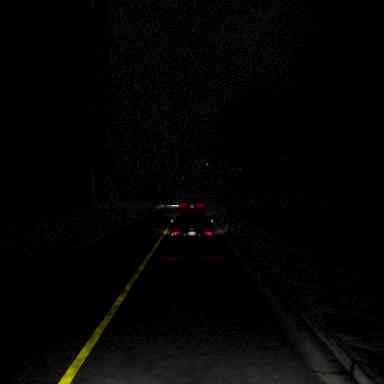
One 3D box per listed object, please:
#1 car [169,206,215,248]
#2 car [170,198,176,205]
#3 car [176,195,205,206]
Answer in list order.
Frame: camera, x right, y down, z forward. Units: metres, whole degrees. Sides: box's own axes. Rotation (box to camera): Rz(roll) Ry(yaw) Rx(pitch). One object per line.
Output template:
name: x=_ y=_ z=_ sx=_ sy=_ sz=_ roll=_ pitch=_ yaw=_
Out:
car: x=0.000 y=1.569 z=14.652 sx=2.033 sy=1.411 sz=5.357 roll=0 pitch=0 yaw=0
car: x=-3.000 y=1.769 z=61.657 sx=1.994 sy=1.385 sz=4.181 roll=0 pitch=0 yaw=0
car: x=0.000 y=1.290 z=29.686 sx=2.150 sy=2.045 sz=5.566 roll=0 pitch=0 yaw=0
